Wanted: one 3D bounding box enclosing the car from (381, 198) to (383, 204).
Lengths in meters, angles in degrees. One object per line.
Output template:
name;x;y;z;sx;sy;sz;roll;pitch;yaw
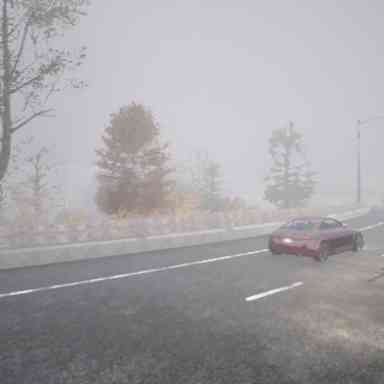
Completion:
car;35.148;1.431;59.050;1.882;1.535;5.008;0;0;15

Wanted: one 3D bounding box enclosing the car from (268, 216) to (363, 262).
car;4.677;1.588;12.388;4.181;1.385;1.994;0;0;-42
